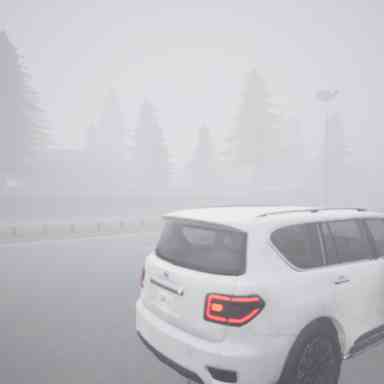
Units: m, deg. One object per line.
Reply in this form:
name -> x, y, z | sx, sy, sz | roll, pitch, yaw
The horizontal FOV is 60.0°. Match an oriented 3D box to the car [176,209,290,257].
car -> 1.790, 1.521, 13.640 | 4.674, 1.442, 1.812 | 0, 0, -36

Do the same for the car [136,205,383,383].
car -> 1.898, 1.219, 5.100 | 5.566, 2.045, 2.150 | 0, 0, -36

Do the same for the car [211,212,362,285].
car -> 3.062, 1.500, 10.231 | 4.892, 1.490, 1.837 | 0, 0, -36
